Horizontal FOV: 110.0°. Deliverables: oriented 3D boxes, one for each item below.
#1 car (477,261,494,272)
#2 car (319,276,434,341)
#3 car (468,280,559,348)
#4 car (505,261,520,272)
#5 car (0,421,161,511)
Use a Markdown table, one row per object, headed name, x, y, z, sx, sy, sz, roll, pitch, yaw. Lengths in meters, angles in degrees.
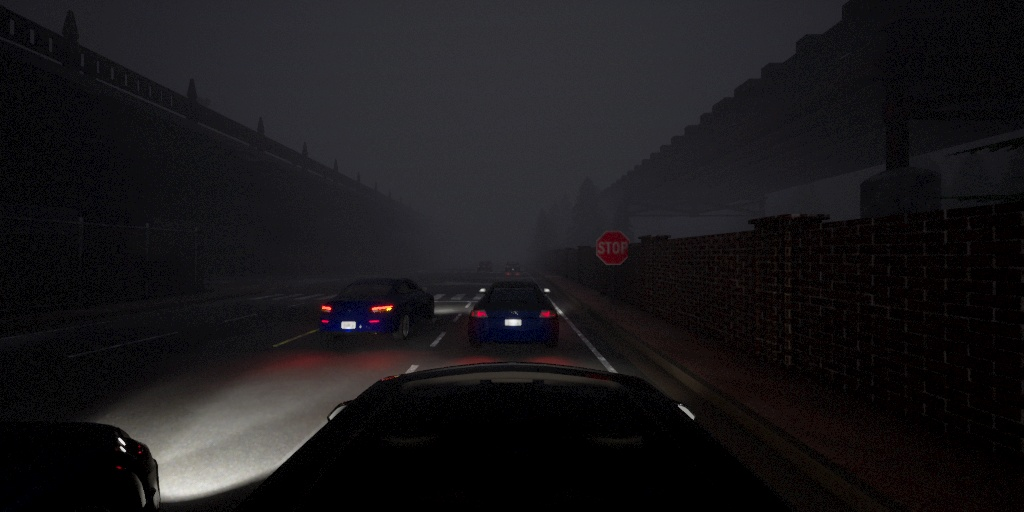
| name | x | y | z | sx | sy | sz | roll | pitch | yaw |
| --- | --- | --- | --- | --- | --- | --- | --- | --- | --- |
| car | -3.410 | 1.297 | 45.908 | 2.033 | 1.411 | 5.357 | 0 | 0 | -1 |
| car | -3.415 | 1.276 | 9.779 | 1.812 | 1.442 | 4.674 | 0 | 0 | 0 |
| car | 0.067 | 1.314 | 9.258 | 1.994 | 1.385 | 4.181 | 0 | 0 | 1 |
| car | 0.085 | 1.351 | 46.076 | 1.895 | 1.301 | 4.718 | 0 | 0 | -1 |
| car | -3.398 | 1.314 | 0.683 | 1.994 | 1.385 | 4.181 | 0 | 0 | 0 |
